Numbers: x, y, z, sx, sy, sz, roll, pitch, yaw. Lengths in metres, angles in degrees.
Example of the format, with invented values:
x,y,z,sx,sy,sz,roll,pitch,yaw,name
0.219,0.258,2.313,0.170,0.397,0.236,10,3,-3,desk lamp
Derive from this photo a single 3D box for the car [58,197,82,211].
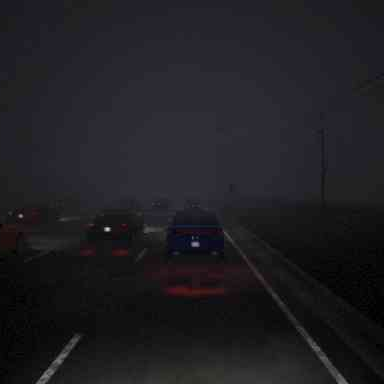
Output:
x,y,z,sx,sy,sz,roll,pitch,yaw,name
-13.988,1.298,37.167,2.033,1.411,5.357,0,0,0,car

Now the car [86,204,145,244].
x,y,z,sx,sy,sz,roll,pitch,yaw,name
-3.396,1.459,15.355,1.994,1.385,4.181,0,0,0,car

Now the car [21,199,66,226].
x,y,z,sx,sy,sz,roll,pitch,yaw,name
-10.396,1.415,22.189,1.994,1.385,4.181,0,0,0,car

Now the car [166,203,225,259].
x,y,z,sx,sy,sz,roll,pitch,yaw,name
0.103,1.393,12.353,1.882,1.535,5.008,0,0,0,car

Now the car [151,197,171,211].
x,y,z,sx,sy,sz,roll,pitch,yaw,name
-3.392,1.298,36.920,2.033,1.411,5.357,0,0,0,car

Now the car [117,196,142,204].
x,y,z,sx,sy,sz,roll,pitch,yaw,name
-6.891,1.269,38.026,1.812,1.442,4.674,0,1,0,car

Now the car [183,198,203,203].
x,y,z,sx,sy,sz,roll,pitch,yaw,name
0.108,1.323,33.283,2.033,1.411,5.357,0,0,0,car

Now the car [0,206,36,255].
x,y,z,sx,sy,sz,roll,pitch,yaw,name
-6.897,1.410,10.013,1.882,1.535,5.008,0,0,0,car

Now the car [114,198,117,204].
x,y,z,sx,sy,sz,roll,pitch,yaw,name
-10.388,1.260,50.627,1.895,1.301,4.718,0,0,0,car
